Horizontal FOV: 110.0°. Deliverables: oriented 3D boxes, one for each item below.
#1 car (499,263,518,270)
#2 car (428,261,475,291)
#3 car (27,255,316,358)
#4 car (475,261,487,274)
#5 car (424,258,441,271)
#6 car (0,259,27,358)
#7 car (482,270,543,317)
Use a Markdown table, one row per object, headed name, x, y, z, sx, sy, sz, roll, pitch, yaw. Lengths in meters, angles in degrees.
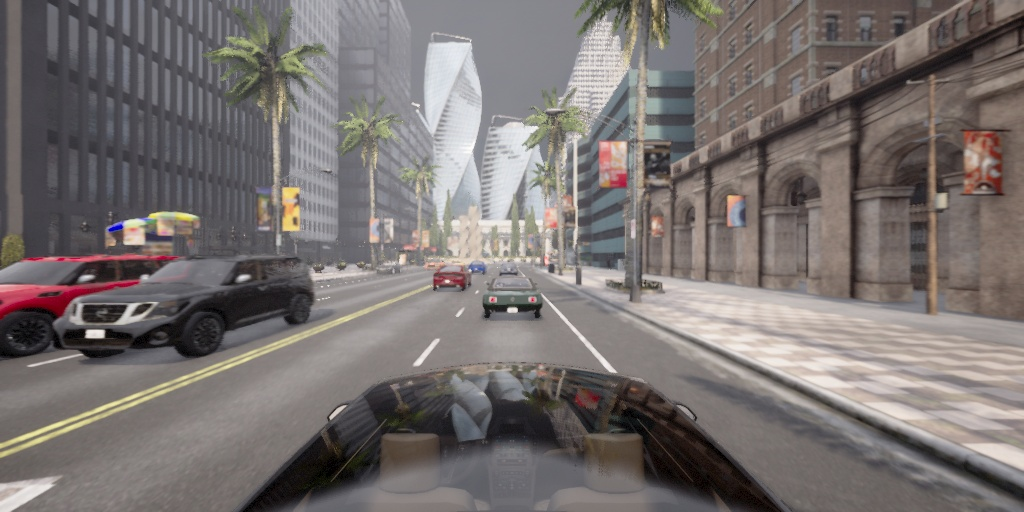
| name | x | y | z | sx | sy | sz | roll | pitch | yaw |
| --- | --- | --- | --- | --- | --- | --- | --- | --- | --- |
| car | -0.342 | 1.353 | 35.526 | 2.033 | 1.411 | 5.357 | 0 | 0 | -1 |
| car | -3.646 | 1.261 | 22.503 | 1.882 | 1.535 | 5.008 | 0 | 0 | -1 |
| car | -7.151 | 0.983 | 8.891 | 2.150 | 2.045 | 5.566 | 0 | 0 | -1 |
| car | -3.931 | 1.292 | 41.428 | 1.882 | 1.535 | 5.008 | 0 | 0 | -1 |
| car | -11.265 | 1.183 | 52.110 | 2.097 | 1.767 | 4.553 | 0 | 0 | -1 |
| car | -10.652 | 0.982 | 8.857 | 2.150 | 2.045 | 5.566 | 0 | 0 | -1 |
| car | -0.010 | 1.370 | 13.174 | 1.895 | 1.301 | 4.718 | 0 | 0 | -1 |
